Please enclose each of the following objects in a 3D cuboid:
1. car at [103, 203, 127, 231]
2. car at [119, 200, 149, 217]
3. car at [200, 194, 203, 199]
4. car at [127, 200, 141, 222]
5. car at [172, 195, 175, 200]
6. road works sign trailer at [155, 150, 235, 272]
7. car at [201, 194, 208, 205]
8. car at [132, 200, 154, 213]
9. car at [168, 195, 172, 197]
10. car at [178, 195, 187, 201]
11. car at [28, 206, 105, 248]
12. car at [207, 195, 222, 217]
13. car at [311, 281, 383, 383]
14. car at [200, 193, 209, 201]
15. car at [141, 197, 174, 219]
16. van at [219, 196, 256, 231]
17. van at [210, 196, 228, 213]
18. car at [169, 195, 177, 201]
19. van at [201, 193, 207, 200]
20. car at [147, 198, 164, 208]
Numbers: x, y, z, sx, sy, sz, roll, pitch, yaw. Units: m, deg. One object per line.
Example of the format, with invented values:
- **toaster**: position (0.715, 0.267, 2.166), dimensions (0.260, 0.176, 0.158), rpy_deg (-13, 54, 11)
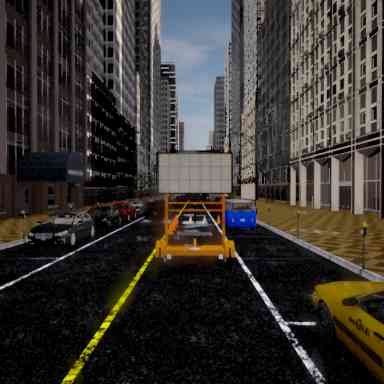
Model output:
- **car**: position (-5.547, 1.561, 20.406), dimensions (1.947, 1.339, 4.313), rpy_deg (-1, 0, 0)
- **car**: position (-5.464, 1.543, 31.773), dimensions (2.008, 1.369, 4.403), rpy_deg (-1, 0, 0)
- **car**: position (3.293, 1.293, 82.863), dimensions (2.192, 1.841, 5.009), rpy_deg (-1, 0, 0)
- **car**: position (-5.505, 1.539, 26.090), dimensions (1.887, 1.381, 4.507), rpy_deg (-1, 0, 0)
- **car**: position (-5.169, 1.564, 71.557), dimensions (1.802, 1.307, 4.206), rpy_deg (-1, 0, 0)
- **road works sign trailer**: position (0.097, 0.462, 10.744), dimensions (2.380, 3.560, 2.880), rpy_deg (0, 0, 1)
- **car**: position (3.127, 1.536, 60.128), dimensions (2.008, 1.369, 4.403), rpy_deg (-1, 0, 0)
- **car**: position (-5.421, 1.573, 37.457), dimensions (1.802, 1.307, 4.206), rpy_deg (-1, 0, 0)
- **car**: position (-5.253, 1.536, 60.190), dimensions (2.008, 1.369, 4.403), rpy_deg (-1, 0, 0)
- **car**: position (-2.389, 1.456, 82.637), dimensions (1.882, 1.535, 5.008), rpy_deg (0, 0, 0)
- **car**: position (-5.589, 1.547, 14.723), dimensions (2.008, 1.369, 4.403), rpy_deg (-1, 0, 0)
- **car**: position (2.915, 1.308, 31.711), dimensions (2.192, 1.841, 5.009), rpy_deg (-1, 0, 0)
- **car**: position (2.708, 1.524, 3.464), dimensions (1.752, 1.417, 4.829), rpy_deg (-1, 0, 0)
- **car**: position (3.335, 1.291, 88.547), dimensions (2.192, 1.841, 5.009), rpy_deg (-1, 0, 0)
- **car**: position (-2.887, 1.471, 28.832), dimensions (1.882, 1.535, 5.008), rpy_deg (0, 0, 0)
- **van**: position (2.831, 1.336, 20.344), dimensions (1.690, 1.788, 3.998), rpy_deg (-1, 0, 0)
- **van**: position (2.957, 1.332, 37.395), dimensions (1.690, 1.788, 3.998), rpy_deg (-1, 0, 0)
- **car**: position (-5.044, 1.502, 88.438), dimensions (1.752, 1.417, 4.829), rpy_deg (-1, 0, 0)
- **van**: position (3.378, 1.315, 94.230), dimensions (1.690, 1.788, 3.998), rpy_deg (-1, 0, 0)
- **car**: position (-5.337, 1.539, 48.824), dimensions (2.008, 1.369, 4.403), rpy_deg (-1, 0, 0)
